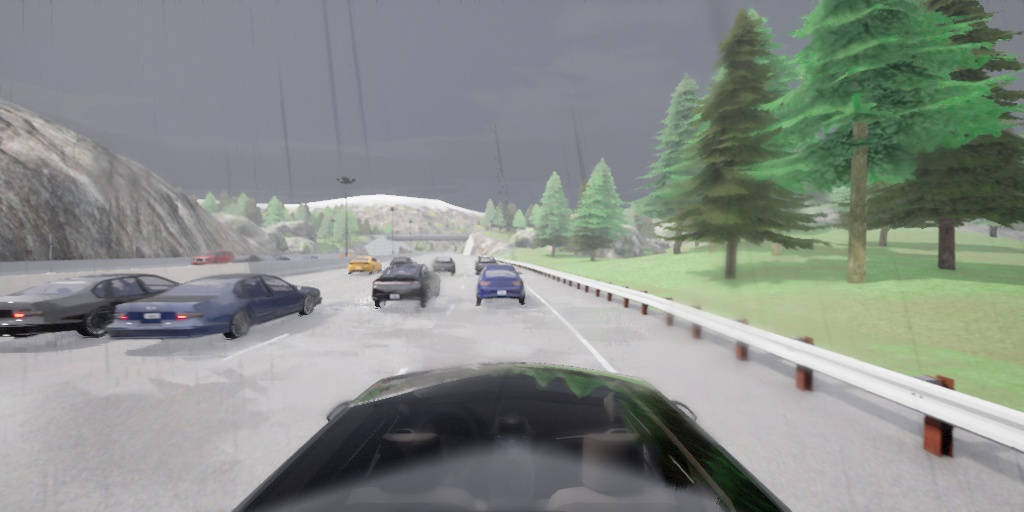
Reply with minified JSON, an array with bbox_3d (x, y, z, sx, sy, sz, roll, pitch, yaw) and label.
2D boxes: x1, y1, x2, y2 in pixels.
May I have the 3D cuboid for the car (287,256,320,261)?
[{"bbox_3d":[-26.087,0.658,45.826,2.033,1.411,5.357,0,1,-9],"label":"car"}]

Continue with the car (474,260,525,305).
[{"bbox_3d":[-0.529,1.081,14.802,1.812,1.442,4.674,0,1,-4],"label":"car"}]

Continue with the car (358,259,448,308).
[{"bbox_3d":[-3.965,1.060,14.070,2.128,1.511,4.902,0,1,-4],"label":"car"}]

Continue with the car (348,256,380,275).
[{"bbox_3d":[-13.041,0.786,31.995,1.882,1.535,5.008,0,1,-9],"label":"car"}]

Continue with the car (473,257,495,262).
[{"bbox_3d":[-2.223,0.814,30.586,2.128,1.511,4.902,0,1,-8],"label":"car"}]

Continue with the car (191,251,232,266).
[{"bbox_3d":[-36.412,0.366,43.950,2.150,2.045,5.566,0,1,-9],"label":"car"}]

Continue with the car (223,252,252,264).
[{"bbox_3d":[-32.975,0.610,44.607,1.882,1.535,5.008,0,1,-9],"label":"car"}]

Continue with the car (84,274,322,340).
[{"bbox_3d":[-7.177,1.185,9.537,2.033,1.411,5.357,0,1,-3],"label":"car"}]

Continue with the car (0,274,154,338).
[{"bbox_3d":[-10.692,1.184,9.758,2.033,1.411,5.357,0,1,-3],"label":"car"}]

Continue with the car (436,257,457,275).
[{"bbox_3d":[-5.752,0.817,30.534,2.128,1.511,4.902,0,1,-8],"label":"car"}]

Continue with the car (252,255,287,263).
[{"bbox_3d":[-29.401,0.624,44.429,2.128,1.511,4.902,0,1,-9],"label":"car"}]

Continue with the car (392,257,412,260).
[{"bbox_3d":[-9.291,0.832,30.587,1.837,1.490,4.892,0,1,-8],"label":"car"}]
